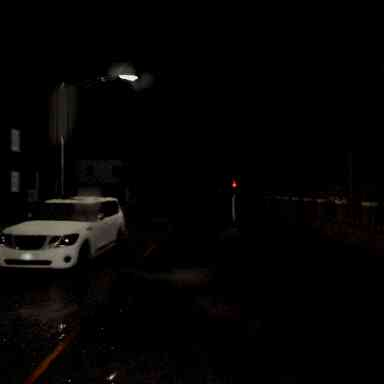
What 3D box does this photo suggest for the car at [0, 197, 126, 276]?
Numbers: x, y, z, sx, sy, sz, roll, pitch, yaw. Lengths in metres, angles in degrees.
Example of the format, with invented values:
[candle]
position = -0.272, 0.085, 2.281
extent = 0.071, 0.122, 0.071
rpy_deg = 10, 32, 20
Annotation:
[car]
position = -3.755, 1.193, 10.706
extent = 2.150, 2.045, 5.566
rpy_deg = 0, 0, 4
